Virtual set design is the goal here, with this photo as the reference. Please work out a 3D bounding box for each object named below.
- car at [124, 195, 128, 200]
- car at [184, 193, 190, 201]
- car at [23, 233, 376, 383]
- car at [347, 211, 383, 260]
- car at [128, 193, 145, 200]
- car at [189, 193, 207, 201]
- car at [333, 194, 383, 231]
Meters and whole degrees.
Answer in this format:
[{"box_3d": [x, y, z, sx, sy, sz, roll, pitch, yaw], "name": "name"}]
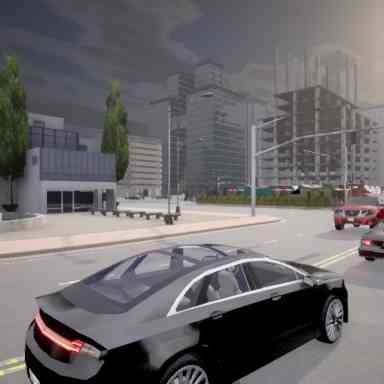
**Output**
[{"box_3d": [-16.487, 1.153, 92.049, 1.932, 1.855, 4.605, 0, 0, 43], "name": "car"}, {"box_3d": [-0.175, 1.156, 76.525, 1.905, 1.878, 3.866, 0, 0, 43], "name": "car"}, {"box_3d": [0.401, 1.492, 4.617, 4.902, 1.511, 2.128, 0, 0, -41], "name": "car"}, {"box_3d": [7.324, 1.547, 11.326, 2.033, 1.411, 5.357, 0, 0, 43], "name": "car"}, {"box_3d": [-14.426, 1.156, 90.016, 1.905, 1.878, 3.866, 0, 0, 43], "name": "car"}, {"box_3d": [1.916, 1.395, 74.523, 1.970, 1.475, 3.806, 0, 0, 43], "name": "car"}, {"box_3d": [10.465, 1.134, 20.072, 2.150, 2.045, 5.566, 0, 0, 42], "name": "car"}]
